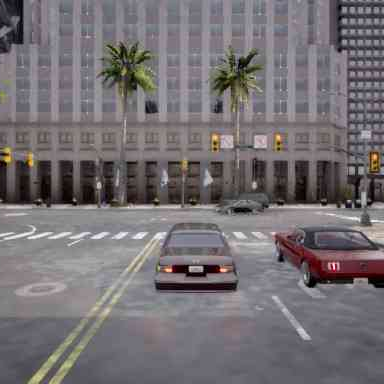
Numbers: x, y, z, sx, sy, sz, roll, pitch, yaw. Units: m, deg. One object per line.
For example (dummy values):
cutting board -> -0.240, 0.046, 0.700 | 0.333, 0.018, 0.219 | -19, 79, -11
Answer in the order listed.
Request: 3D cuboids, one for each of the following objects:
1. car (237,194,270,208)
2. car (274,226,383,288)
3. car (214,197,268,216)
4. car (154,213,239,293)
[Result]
car -> 6.008, 1.220, 37.904 | 5.566, 2.045, 2.150 | 0, 0, 0
car -> 3.641, 1.601, 9.257 | 1.895, 1.301, 4.718 | 0, 0, 2
car -> 4.520, 1.491, 32.378 | 4.902, 1.511, 2.128 | 0, 0, -26
car -> 0.095, 1.547, 8.989 | 2.033, 1.411, 5.357 | 0, 0, 0
